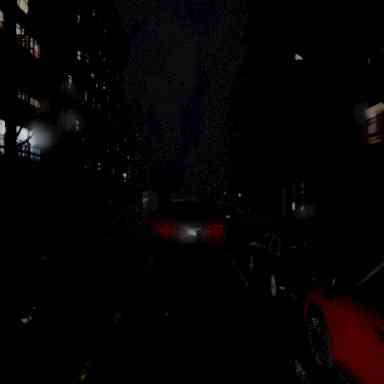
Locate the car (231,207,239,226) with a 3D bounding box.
[{"bbox_3d":[2.514,1.791,25.286,1.947,1.339,4.313,-1,-1,0],"label":"car"}]

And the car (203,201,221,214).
[{"bbox_3d":[2.508,1.930,42.279,2.008,1.369,4.403,-1,-1,0],"label":"car"}]

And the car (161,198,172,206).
[{"bbox_3d":[-5.350,2.083,70.805,1.967,1.590,4.097,-1,-1,0],"label":"car"}]

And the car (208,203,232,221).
[{"bbox_3d":[2.512,1.821,30.950,1.887,1.381,4.507,-1,-1,0],"label":"car"}]

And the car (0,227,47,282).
[{"bbox_3d":[-5.327,1.643,8.643,1.947,1.339,4.313,-1,-1,0],"label":"car"}]

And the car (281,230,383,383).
[{"bbox_3d":[2.519,1.339,2.631,2.192,1.841,5.009,-1,-1,0],"label":"car"}]

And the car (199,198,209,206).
[{"bbox_3d":[2.534,2.082,70.600,1.967,1.590,4.097,-1,-1,0],"label":"car"}]

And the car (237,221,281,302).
[{"bbox_3d":[2.520,1.625,8.293,2.008,1.369,4.403,-1,-1,0],"label":"car"}]

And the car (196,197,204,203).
[{"bbox_3d":[2.231,2.198,91.885,2.097,1.767,4.553,0,-1,0],"label":"car"}]

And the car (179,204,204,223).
[{"bbox_3d":[0.014,1.819,28.576,1.994,1.385,4.181,0,0,1],"label":"car"}]

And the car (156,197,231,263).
[{"bbox_3d":[0.007,1.336,12.575,2.150,2.045,5.566,0,0,0],"label":"car"}]

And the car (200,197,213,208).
[{"bbox_3d":[2.521,1.851,59.273,2.192,1.841,5.009,-1,-1,0],"label":"car"}]

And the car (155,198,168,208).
[{"bbox_3d":[-5.346,1.978,59.503,1.967,1.590,4.097,-1,-1,0],"label":"car"}]
